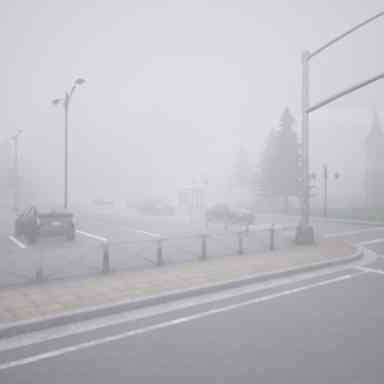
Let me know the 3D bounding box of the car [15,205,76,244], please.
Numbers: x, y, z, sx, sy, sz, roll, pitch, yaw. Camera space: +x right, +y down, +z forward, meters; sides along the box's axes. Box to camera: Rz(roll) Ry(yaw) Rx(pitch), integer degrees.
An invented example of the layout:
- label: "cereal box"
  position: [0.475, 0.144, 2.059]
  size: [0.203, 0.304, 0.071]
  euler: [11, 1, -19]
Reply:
- label: "car"
  position: [-6.698, 1.359, 15.072]
  size: [2.007, 1.523, 4.514]
  euler: [0, 0, -36]

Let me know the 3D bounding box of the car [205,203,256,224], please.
- label: "car"
  position: [2.875, 1.629, 25.886]
  size: [1.812, 1.442, 4.674]
  euler: [0, 0, -36]

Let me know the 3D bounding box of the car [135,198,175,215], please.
- label: "car"
  position: [-3.653, 1.455, 34.727]
  size: [2.097, 1.767, 4.553]
  euler: [0, 0, -36]

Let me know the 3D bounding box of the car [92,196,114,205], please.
- label: "car"
  position: [-12.660, 1.298, 47.104]
  size: [1.882, 1.535, 5.008]
  euler: [0, 0, -36]

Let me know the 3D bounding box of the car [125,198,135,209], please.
- label: "car"
  position: [-7.695, 1.629, 46.433]
  size: [1.837, 1.490, 4.892]
  euler: [0, 0, -36]
